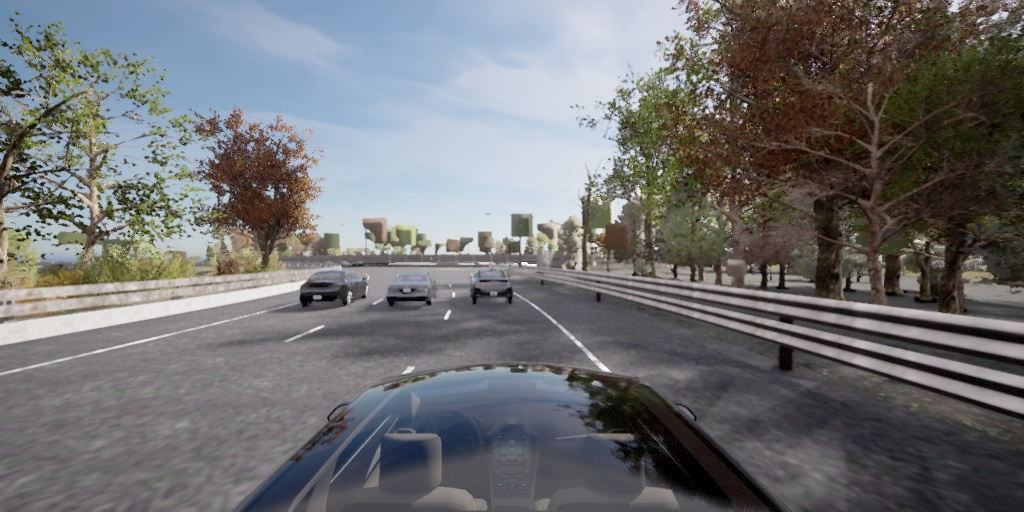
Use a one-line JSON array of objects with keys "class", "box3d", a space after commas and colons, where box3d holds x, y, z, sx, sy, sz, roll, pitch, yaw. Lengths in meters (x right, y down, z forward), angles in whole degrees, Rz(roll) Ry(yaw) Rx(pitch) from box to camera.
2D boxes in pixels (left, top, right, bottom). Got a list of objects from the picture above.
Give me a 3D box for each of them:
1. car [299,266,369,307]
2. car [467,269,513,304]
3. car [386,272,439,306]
[{"class": "car", "box3d": [-8.034, 1.403, 16.589, 1.837, 1.490, 4.892, 0, 0, -8]}, {"class": "car", "box3d": [-1.098, 1.394, 17.532, 2.128, 1.511, 4.902, 0, 0, -8]}, {"class": "car", "box3d": [-4.521, 1.443, 16.750, 2.033, 1.411, 5.357, 0, -1, -8]}]
